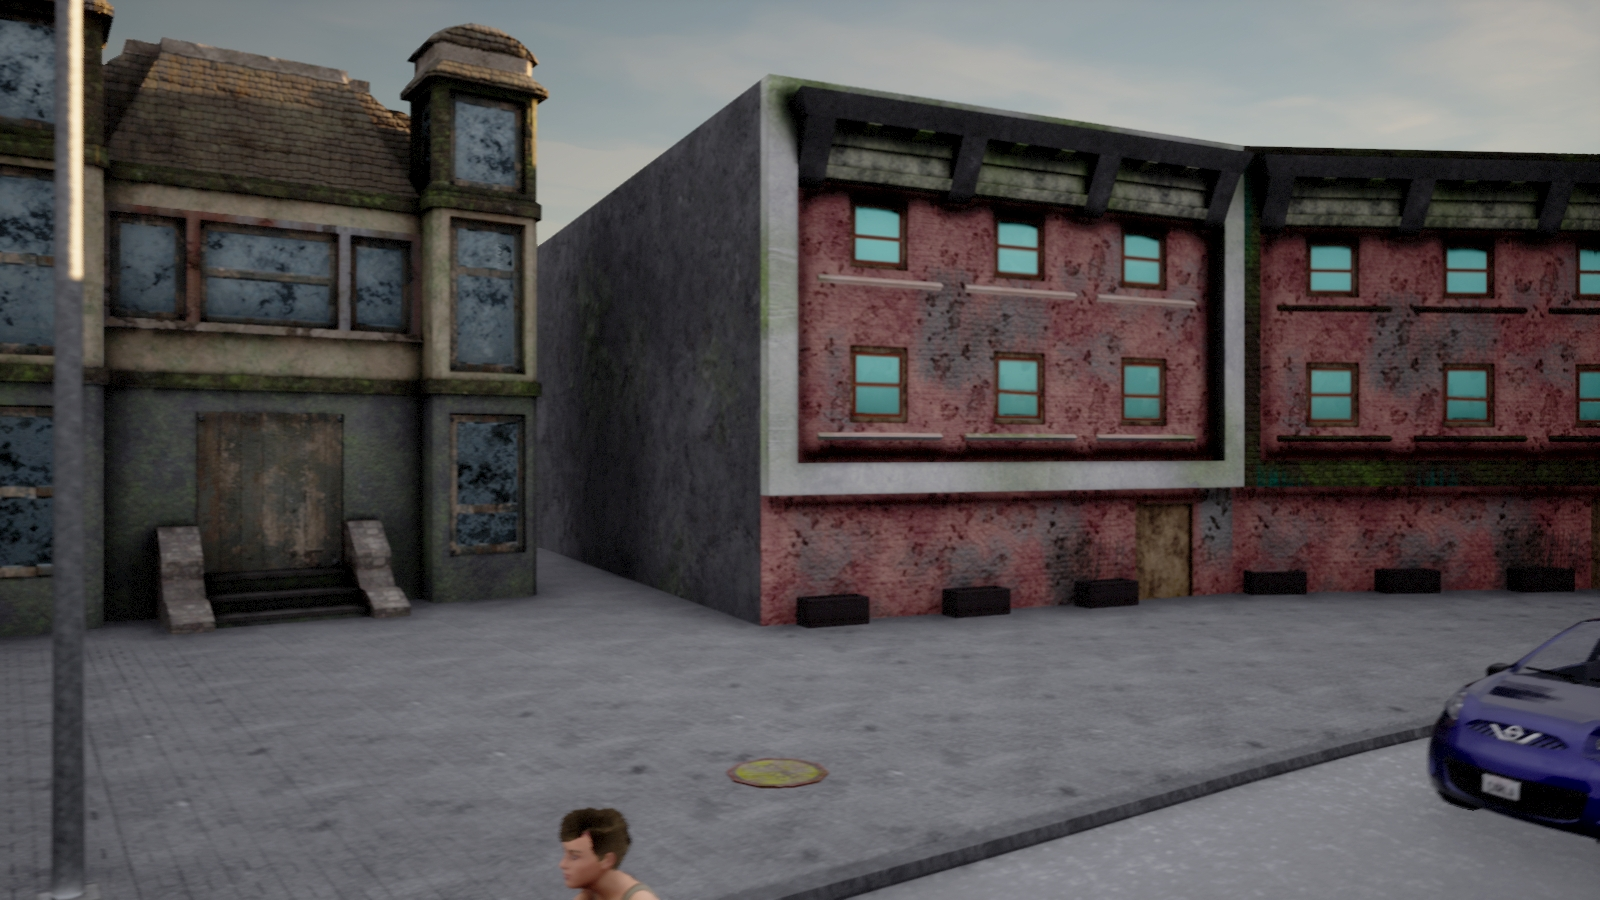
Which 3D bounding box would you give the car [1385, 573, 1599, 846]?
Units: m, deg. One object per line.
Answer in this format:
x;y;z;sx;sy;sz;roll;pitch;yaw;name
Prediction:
6.567;1.819;8.766;3.633;1.501;1.845;0;0;-25;car

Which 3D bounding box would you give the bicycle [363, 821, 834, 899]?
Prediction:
-0.734;2.037;3.806;1.487;1.080;0.859;-1;1;-35;bicycle
